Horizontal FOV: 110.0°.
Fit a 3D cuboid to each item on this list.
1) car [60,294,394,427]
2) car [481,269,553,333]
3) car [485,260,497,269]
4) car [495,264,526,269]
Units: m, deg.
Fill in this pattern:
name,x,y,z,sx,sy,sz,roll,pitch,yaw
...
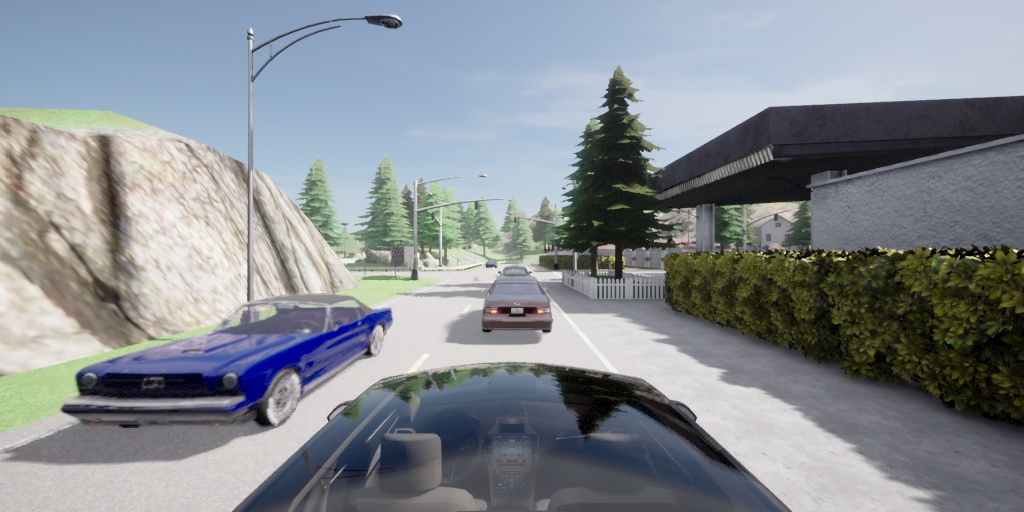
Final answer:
name,x,y,z,sx,sy,sz,roll,pitch,yaw
car,-3.585,1.351,5.797,1.895,1.301,4.718,0,0,0
car,0.132,1.297,10.746,2.033,1.411,5.357,0,0,0
car,-3.360,1.297,58.553,2.033,1.411,5.357,0,0,0
car,0.174,1.276,20.332,1.812,1.442,4.674,0,0,0
